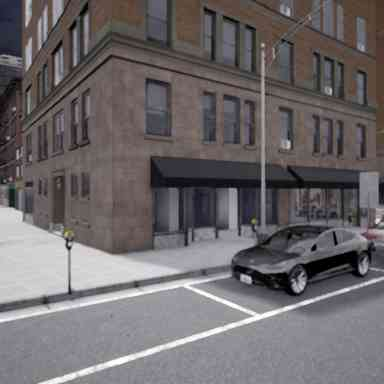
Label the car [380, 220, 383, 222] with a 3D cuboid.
[{"bbox_3d":[7.447,1.585,11.870,4.206,1.307,1.802,0,0,-36],"label":"car"}]

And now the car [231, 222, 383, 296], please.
[{"bbox_3d":[2.973,1.567,8.668,4.313,1.339,1.947,0,0,-36],"label":"car"}]
